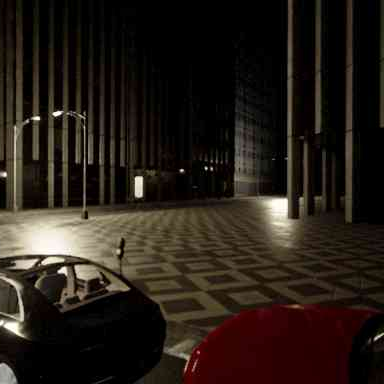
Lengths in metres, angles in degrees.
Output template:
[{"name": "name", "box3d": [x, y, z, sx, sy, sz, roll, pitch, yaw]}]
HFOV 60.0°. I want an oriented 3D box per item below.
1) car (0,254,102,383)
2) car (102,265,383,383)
[{"name": "car", "box3d": [-2.360, 1.553, 4.618, 4.403, 1.369, 2.008, 0, 0, 35]}, {"name": "car", "box3d": [2.163, 1.315, 1.444, 5.009, 1.841, 2.192, 0, 0, 35]}]
